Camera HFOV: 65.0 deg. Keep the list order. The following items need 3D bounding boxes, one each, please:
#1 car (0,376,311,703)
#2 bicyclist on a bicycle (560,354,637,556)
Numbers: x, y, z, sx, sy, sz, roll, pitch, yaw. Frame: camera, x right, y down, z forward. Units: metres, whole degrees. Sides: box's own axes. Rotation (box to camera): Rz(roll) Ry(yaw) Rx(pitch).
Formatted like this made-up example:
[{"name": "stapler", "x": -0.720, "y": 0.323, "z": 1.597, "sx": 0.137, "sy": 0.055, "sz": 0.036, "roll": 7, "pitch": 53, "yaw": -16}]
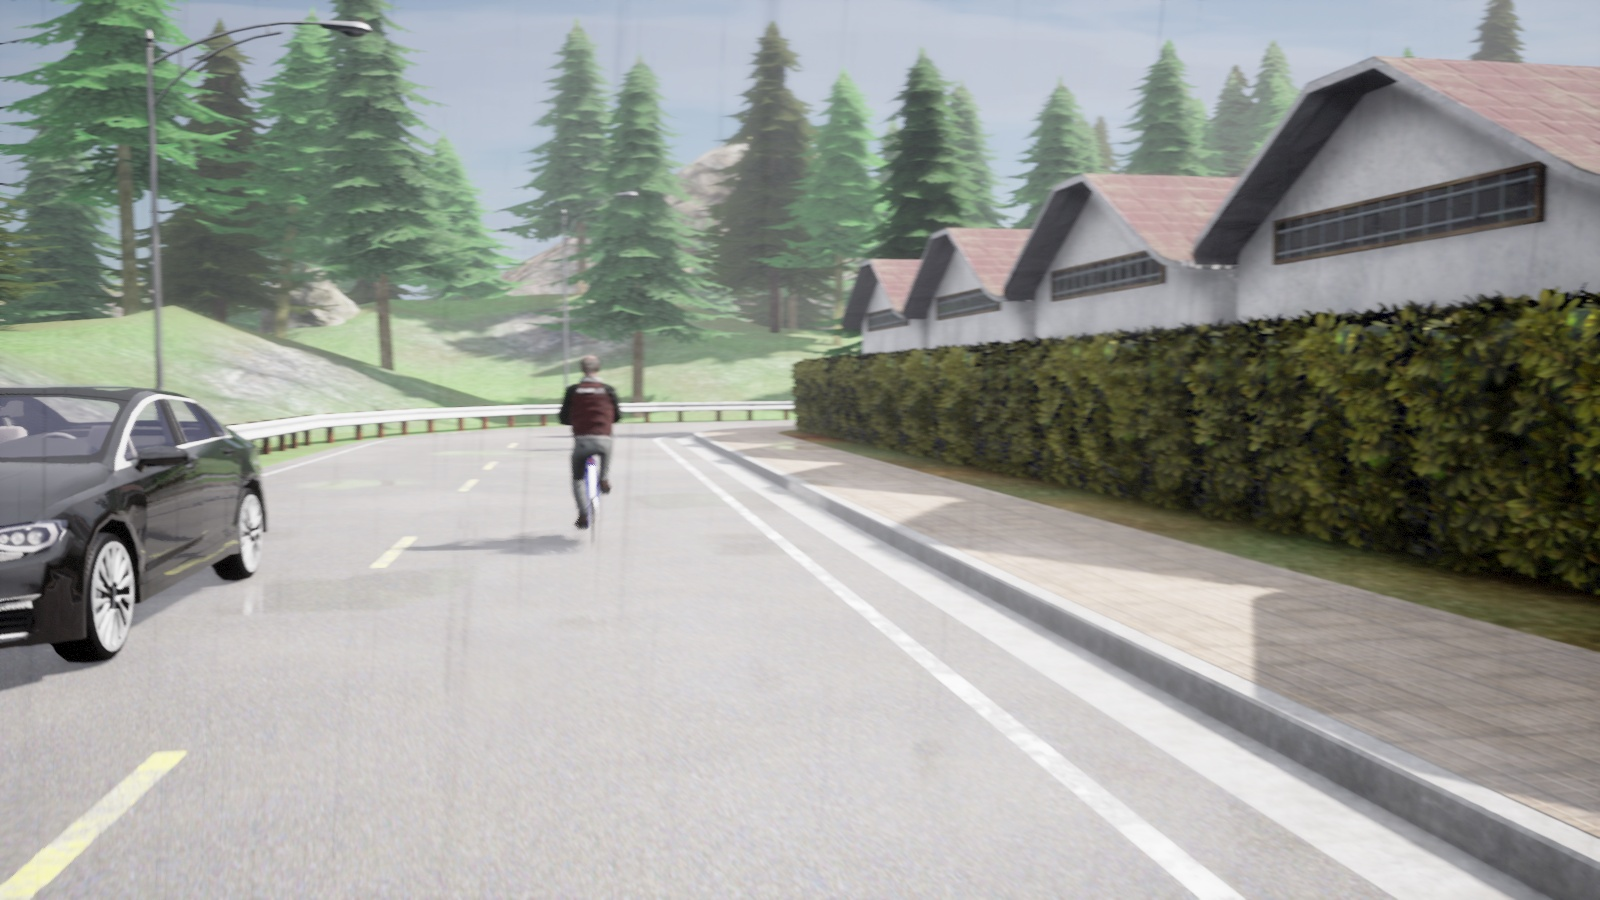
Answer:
[{"name": "car", "x": -4.820, "y": 0.291, "z": 8.068, "sx": 2.128, "sy": 1.511, "sz": 4.902, "roll": -1, "pitch": 3, "yaw": -9}, {"name": "bicyclist on a bicycle", "x": -1.930, "y": -0.009, "z": 12.015, "sx": 0.659, "sy": 1.776, "sz": 1.843, "roll": -1, "pitch": 3, "yaw": -9}]
